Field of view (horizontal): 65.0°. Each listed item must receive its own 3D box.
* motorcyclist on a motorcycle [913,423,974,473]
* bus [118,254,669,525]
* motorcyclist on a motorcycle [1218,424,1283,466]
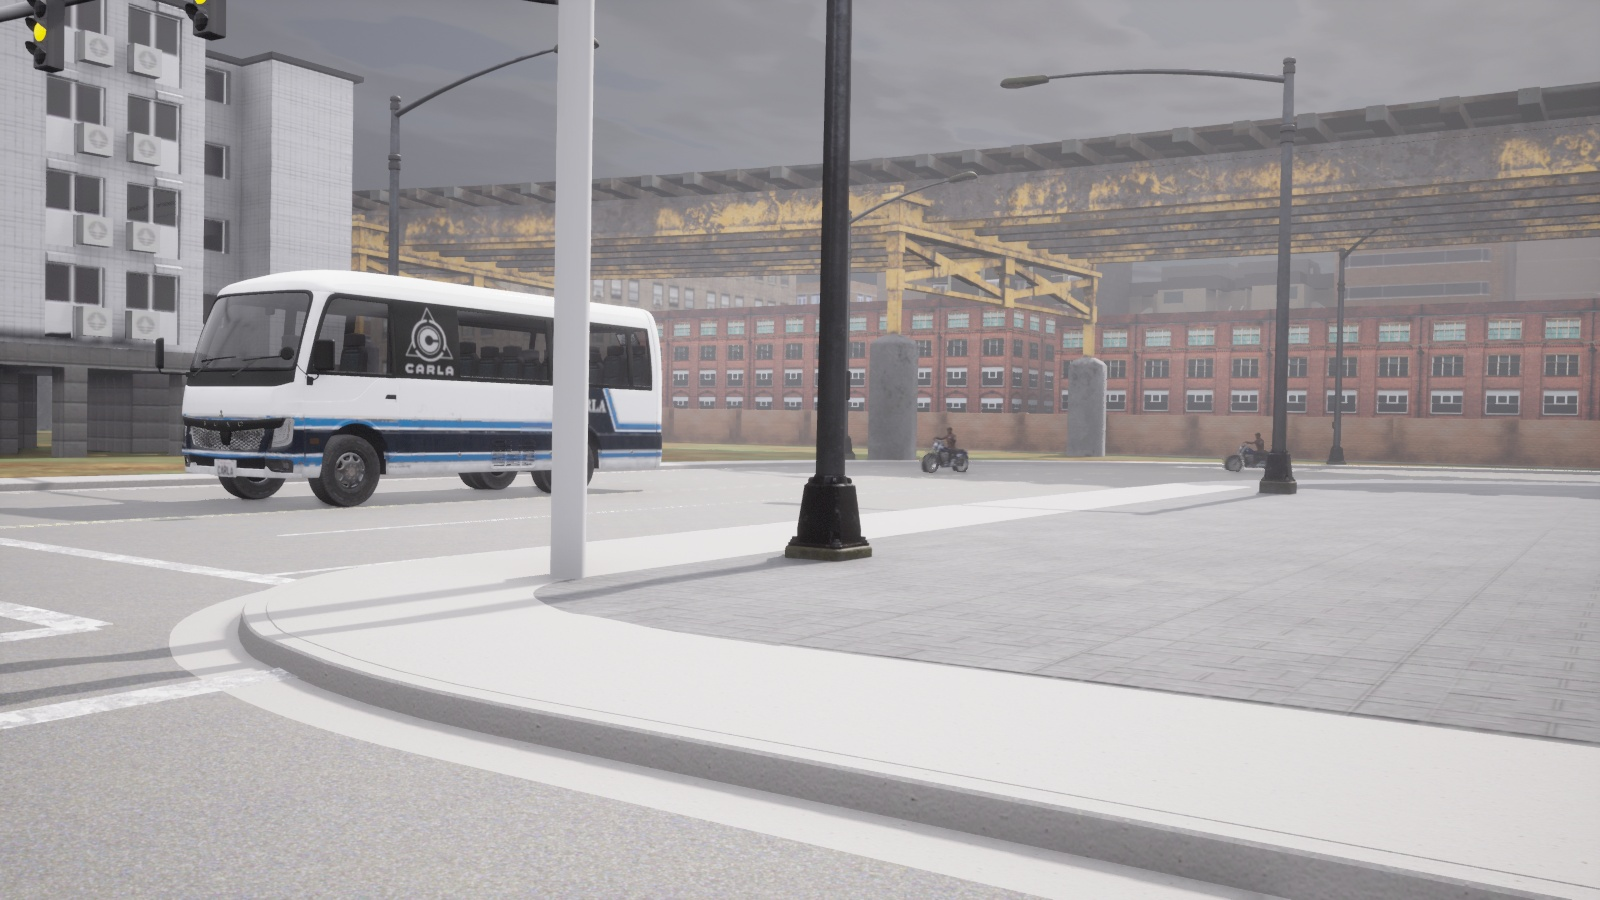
[{"bbox_3d":[4.940,-0.090,43.152,2.350,1.649,0.766,-1,2,-44],"label":"motorcyclist on a motorcycle"},{"bbox_3d":[-7.391,-1.054,25.062,3.944,4.253,10.273,1,1,33],"label":"bus"},{"bbox_3d":[17.992,-0.224,50.134,2.350,1.649,0.766,0,2,-9],"label":"motorcyclist on a motorcycle"}]
